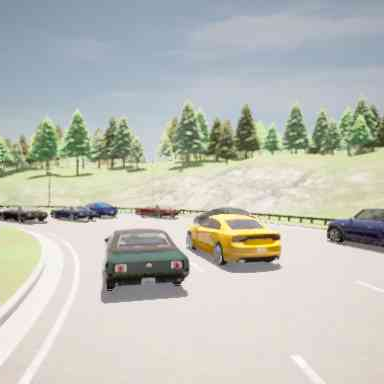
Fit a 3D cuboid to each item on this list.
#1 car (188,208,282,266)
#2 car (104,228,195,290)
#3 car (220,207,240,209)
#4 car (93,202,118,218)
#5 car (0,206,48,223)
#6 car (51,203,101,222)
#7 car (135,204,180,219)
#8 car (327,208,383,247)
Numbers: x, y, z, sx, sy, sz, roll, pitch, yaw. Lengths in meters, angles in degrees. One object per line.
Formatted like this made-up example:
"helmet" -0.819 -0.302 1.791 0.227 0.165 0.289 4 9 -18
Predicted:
"car" 1.283 1.565 12.083 1.882 1.535 5.008 0 0 -18
"car" -1.507 1.673 9.398 1.895 1.301 4.718 0 0 -15
"car" 1.851 1.645 19.362 1.837 1.490 4.892 1 -1 -28
"car" -9.371 1.731 32.508 5.008 1.535 1.882 0 -1 39
"car" -13.923 1.824 27.349 4.718 1.301 1.895 0 -1 38
"car" -10.366 1.830 28.965 4.718 1.301 1.895 0 -1 40
"car" -3.423 1.842 32.049 4.718 1.301 1.895 -1 -1 45
"car" 7.886 1.443 14.076 2.097 1.767 4.553 0 -1 -18
